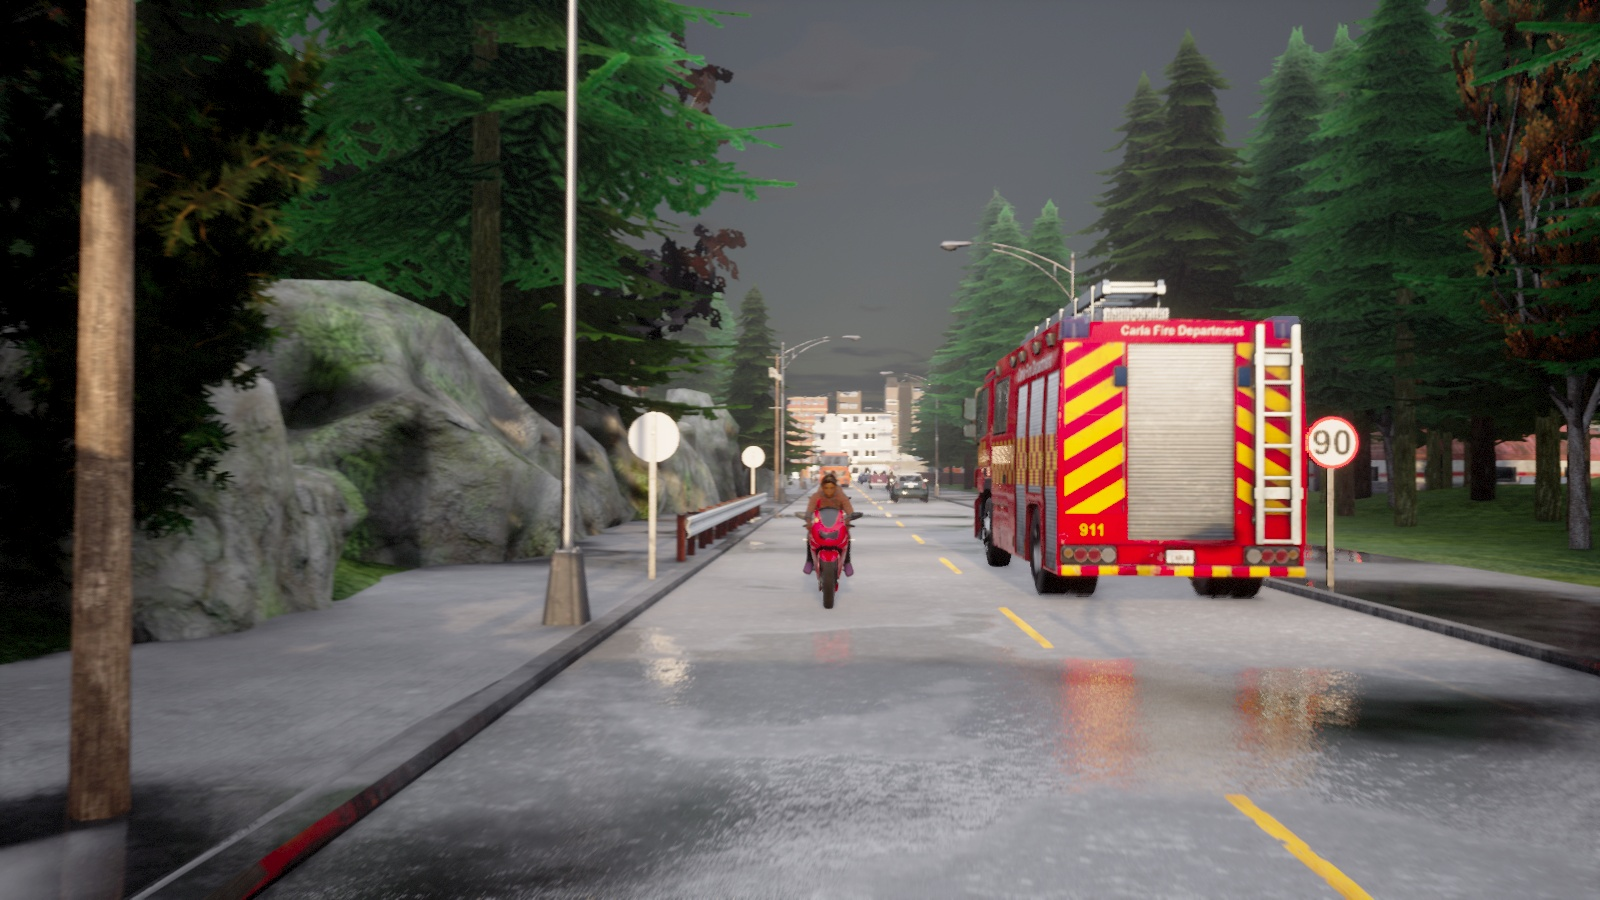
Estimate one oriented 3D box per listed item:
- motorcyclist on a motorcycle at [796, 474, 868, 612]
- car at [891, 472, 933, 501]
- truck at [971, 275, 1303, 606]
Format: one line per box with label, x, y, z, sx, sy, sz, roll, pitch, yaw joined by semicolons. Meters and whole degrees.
motorcyclist on a motorcycle;0.381;1.050;14.900;0.797;1.523;2.044;0;-1;2
car;5.892;1.896;66.476;1.970;1.475;3.806;0;-1;2
truck;4.486;-0.041;18.820;2.891;3.827;8.468;0;-1;2
